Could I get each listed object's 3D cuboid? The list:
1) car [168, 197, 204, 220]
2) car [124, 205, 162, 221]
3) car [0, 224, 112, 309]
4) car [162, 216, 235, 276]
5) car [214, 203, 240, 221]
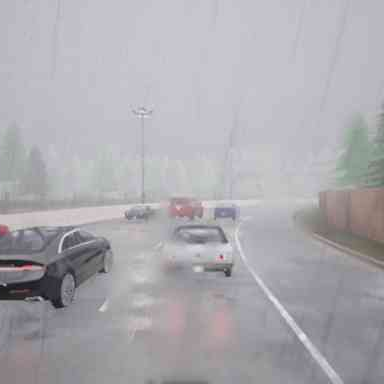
[{"bbox_3d":[-0.483,1.464,30.075,2.150,2.045,5.566,0,-1,14],"label":"car"},{"bbox_3d":[-4.201,1.840,29.547,1.895,1.301,4.718,0,0,13],"label":"car"},{"bbox_3d":[-3.337,1.557,8.028,2.128,1.511,4.902,0,0,1],"label":"car"},{"bbox_3d":[0.239,1.688,10.685,1.895,1.301,4.718,0,0,2],"label":"car"},{"bbox_3d":[3.275,1.724,30.470,1.882,1.535,5.008,0,-1,15],"label":"car"}]
